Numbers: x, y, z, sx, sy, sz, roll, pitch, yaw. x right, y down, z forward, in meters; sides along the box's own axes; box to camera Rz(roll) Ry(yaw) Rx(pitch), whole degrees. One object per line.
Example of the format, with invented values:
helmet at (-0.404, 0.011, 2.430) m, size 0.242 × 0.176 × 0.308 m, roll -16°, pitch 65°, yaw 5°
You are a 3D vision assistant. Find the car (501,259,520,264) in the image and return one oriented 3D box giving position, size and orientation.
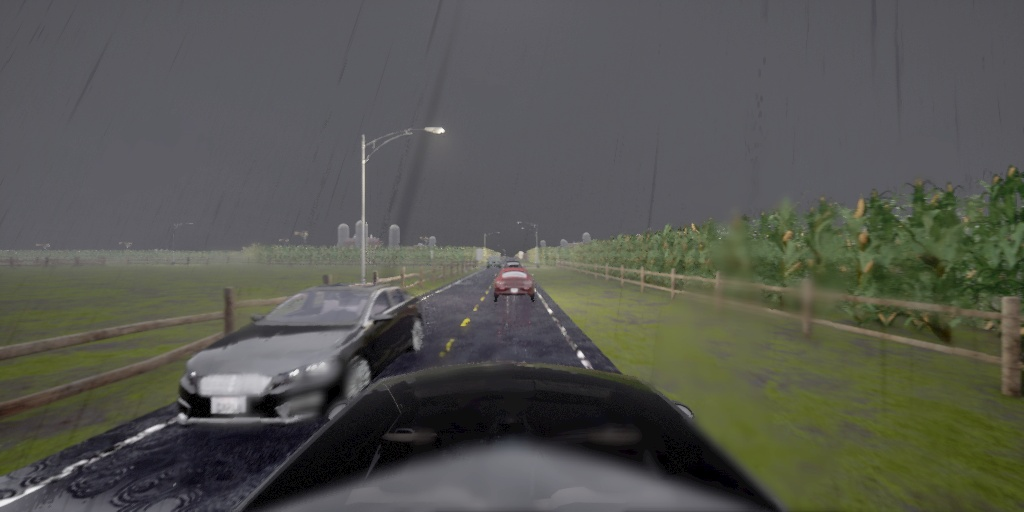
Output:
car at (0.106, 1.242, 34.991) m, size 1.837 × 1.490 × 4.892 m, roll 0°, pitch 0°, yaw 0°

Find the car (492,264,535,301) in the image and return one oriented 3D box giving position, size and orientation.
car at (0.100, 1.272, 17.301) m, size 1.812 × 1.442 × 4.674 m, roll 0°, pitch 0°, yaw 0°

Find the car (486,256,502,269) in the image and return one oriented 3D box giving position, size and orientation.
car at (-2.745, 0.939, 55.979) m, size 2.150 × 2.045 × 5.566 m, roll 0°, pitch 0°, yaw 0°

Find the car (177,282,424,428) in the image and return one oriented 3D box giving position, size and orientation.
car at (-2.848, 1.241, 6.062) m, size 2.128 × 1.511 × 4.902 m, roll 0°, pitch 0°, yaw 0°
